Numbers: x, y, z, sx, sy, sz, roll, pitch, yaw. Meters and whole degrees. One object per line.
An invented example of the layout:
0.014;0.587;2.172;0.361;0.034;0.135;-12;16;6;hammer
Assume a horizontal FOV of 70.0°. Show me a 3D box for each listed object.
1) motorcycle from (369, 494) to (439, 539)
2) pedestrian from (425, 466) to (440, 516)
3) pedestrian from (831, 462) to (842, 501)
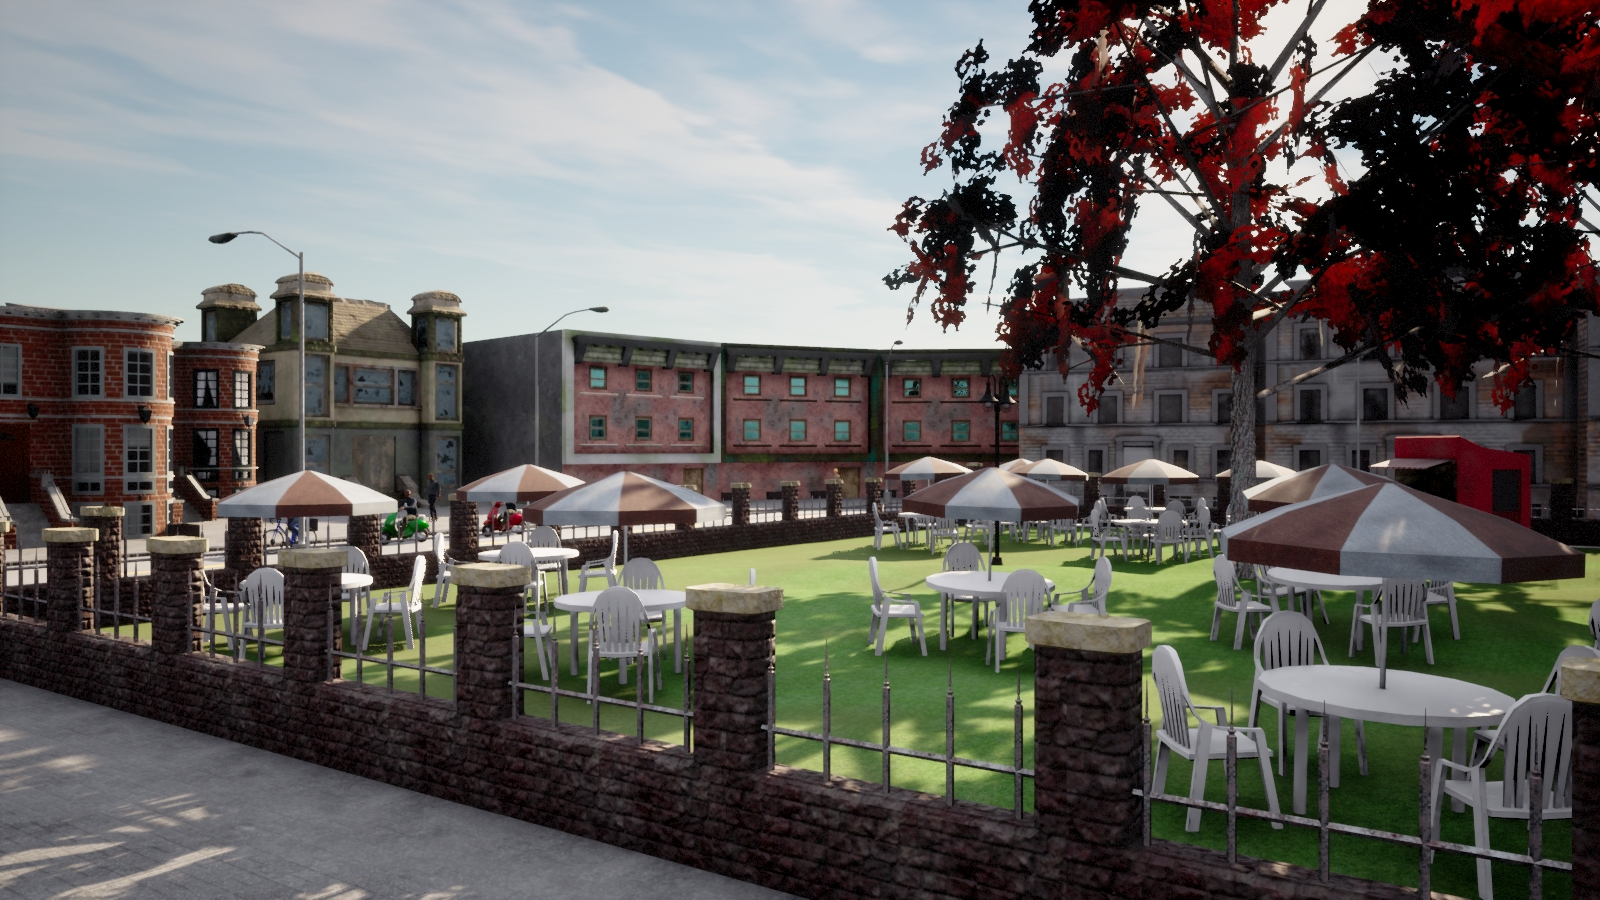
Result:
-11.759;1.950;33.969;0.856;1.236;1.805;0;0;35;motorcycle
-13.641;1.514;42.433;0.375;1.860;0.375;0;0;23;pedestrian
1.757;1.513;54.586;0.375;1.860;0.375;0;0;-37;pedestrian
